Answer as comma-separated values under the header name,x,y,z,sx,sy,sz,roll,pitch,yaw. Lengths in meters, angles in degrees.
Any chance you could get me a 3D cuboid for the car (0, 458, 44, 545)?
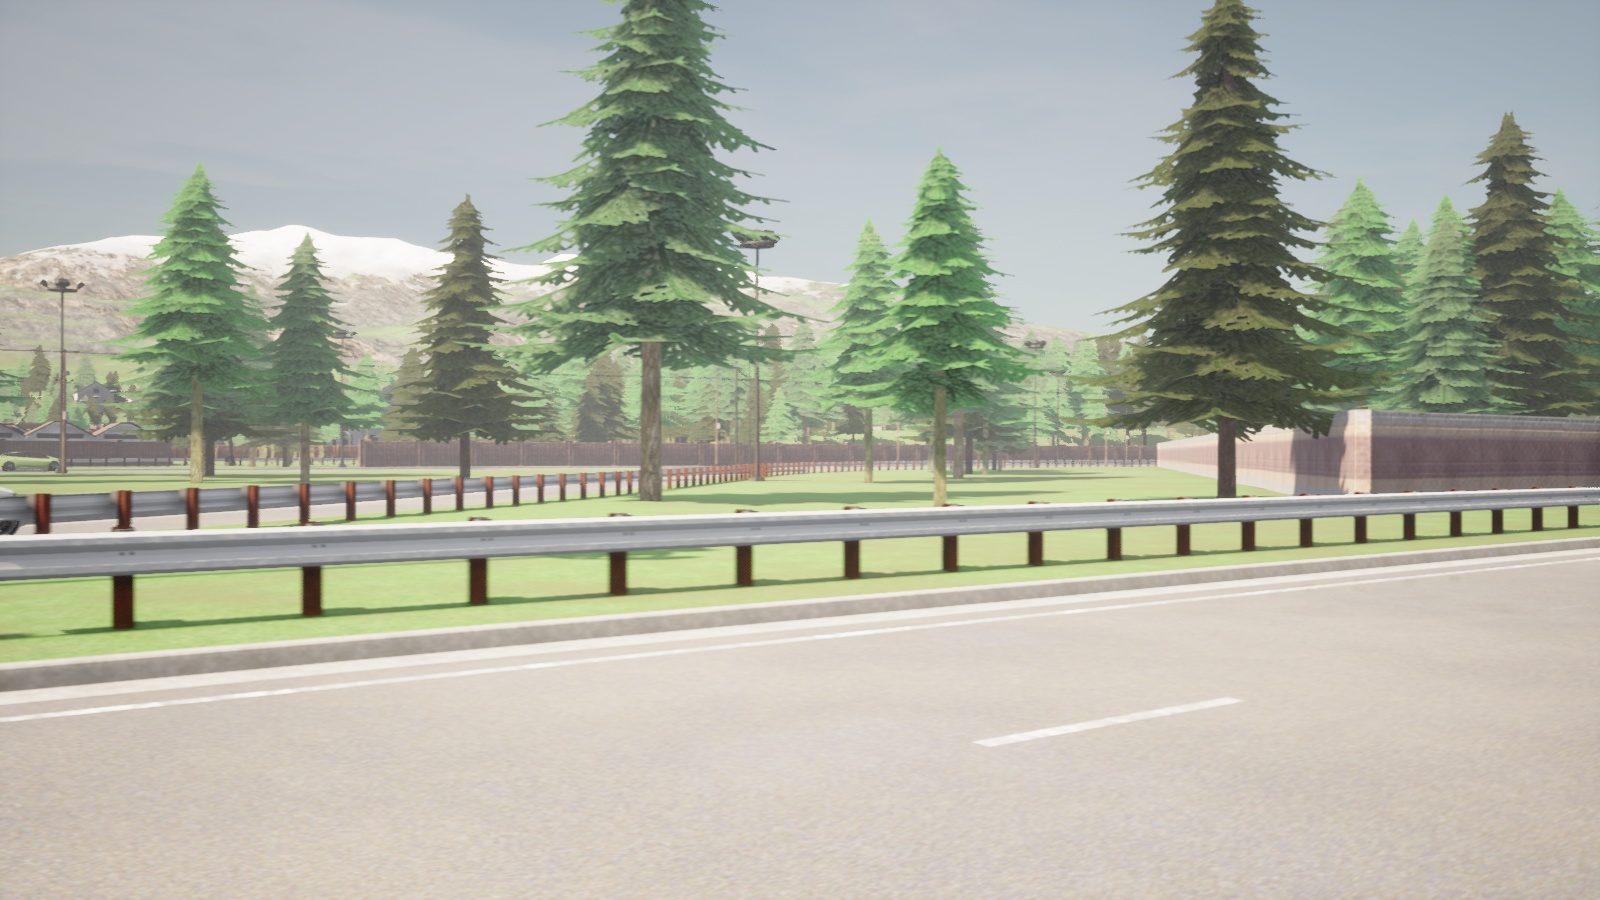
name,x,y,z,sx,sy,sz,roll,pitch,yaw
car,-14.537,0.849,19.580,1.812,1.442,4.674,0,0,17
